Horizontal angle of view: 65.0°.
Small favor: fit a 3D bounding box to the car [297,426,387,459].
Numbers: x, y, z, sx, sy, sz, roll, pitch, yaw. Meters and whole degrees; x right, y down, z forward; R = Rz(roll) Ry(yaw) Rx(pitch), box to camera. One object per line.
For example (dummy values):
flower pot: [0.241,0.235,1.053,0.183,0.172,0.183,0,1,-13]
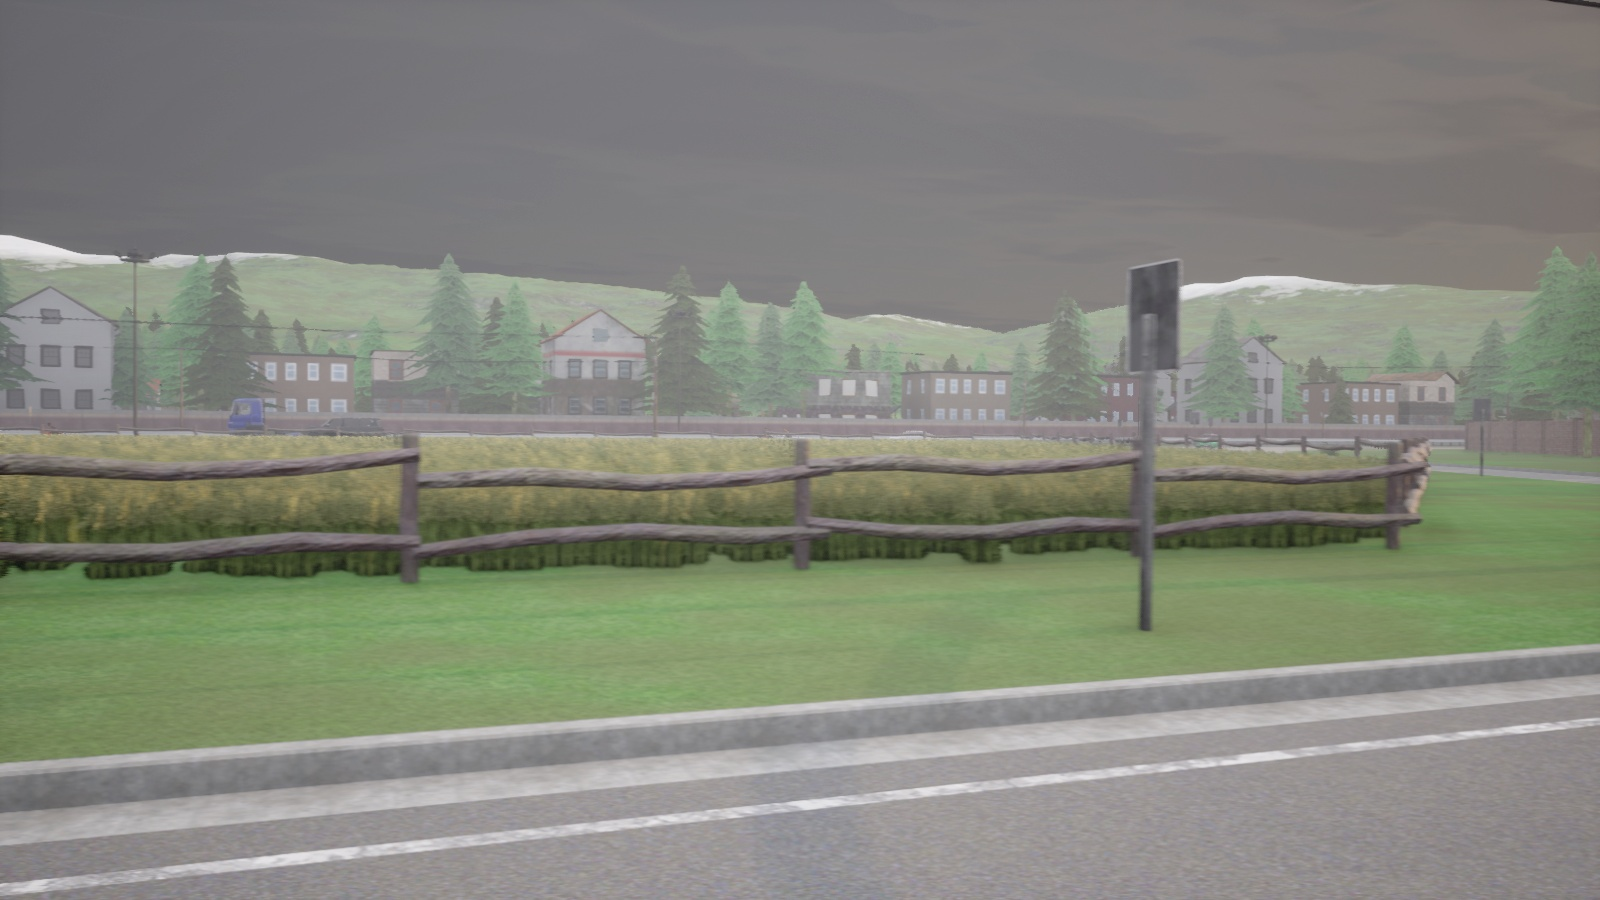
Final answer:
car: [-30.480,-0.519,83.633,5.566,2.045,2.150,-1,1,-20]
